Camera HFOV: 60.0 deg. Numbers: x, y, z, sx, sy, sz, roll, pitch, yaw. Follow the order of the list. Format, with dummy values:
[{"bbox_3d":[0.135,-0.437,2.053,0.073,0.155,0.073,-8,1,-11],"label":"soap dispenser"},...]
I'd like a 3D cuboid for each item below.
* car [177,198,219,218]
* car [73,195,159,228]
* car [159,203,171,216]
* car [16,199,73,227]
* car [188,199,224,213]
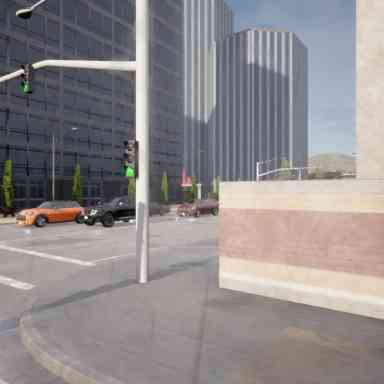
[{"bbox_3d":[0.561,1.407,31.507,2.097,1.767,4.553,0,0,36],"label":"car"},{"bbox_3d":[-5.170,1.277,23.539,2.150,2.045,5.566,0,0,36],"label":"car"},{"bbox_3d":[-4.198,1.603,30.887,2.033,1.411,5.357,0,0,36],"label":"car"},{"bbox_3d":[-9.725,1.407,23.194,2.097,1.767,4.553,0,0,36],"label":"car"},{"bbox_3d":[1.730,1.560,39.116,1.837,1.490,4.892,0,0,36],"label":"car"}]
